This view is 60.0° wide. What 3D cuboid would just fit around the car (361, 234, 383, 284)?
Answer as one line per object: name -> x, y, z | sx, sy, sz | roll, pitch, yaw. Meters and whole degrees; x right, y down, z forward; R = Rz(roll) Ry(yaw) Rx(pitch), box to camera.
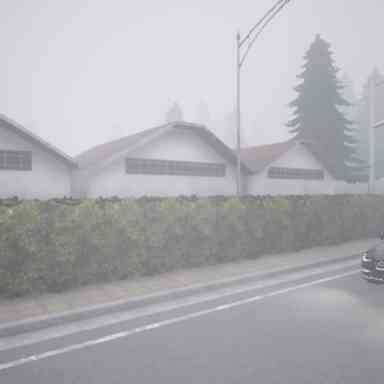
car -> 6.164, 1.489, 8.329 | 4.892, 1.490, 1.837 | 1, 0, -35
